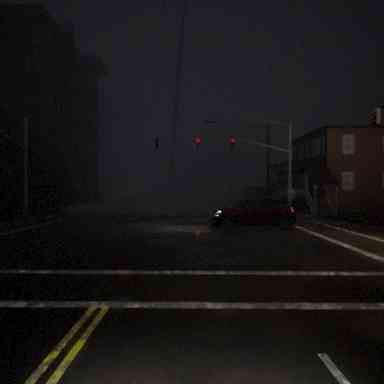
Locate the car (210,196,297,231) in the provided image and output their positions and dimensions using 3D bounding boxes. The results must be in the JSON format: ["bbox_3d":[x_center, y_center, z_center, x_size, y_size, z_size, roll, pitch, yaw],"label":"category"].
[{"bbox_3d":[3.272,1.068,18.361,4.553,1.767,2.097,-2,1,1],"label":"car"}]
